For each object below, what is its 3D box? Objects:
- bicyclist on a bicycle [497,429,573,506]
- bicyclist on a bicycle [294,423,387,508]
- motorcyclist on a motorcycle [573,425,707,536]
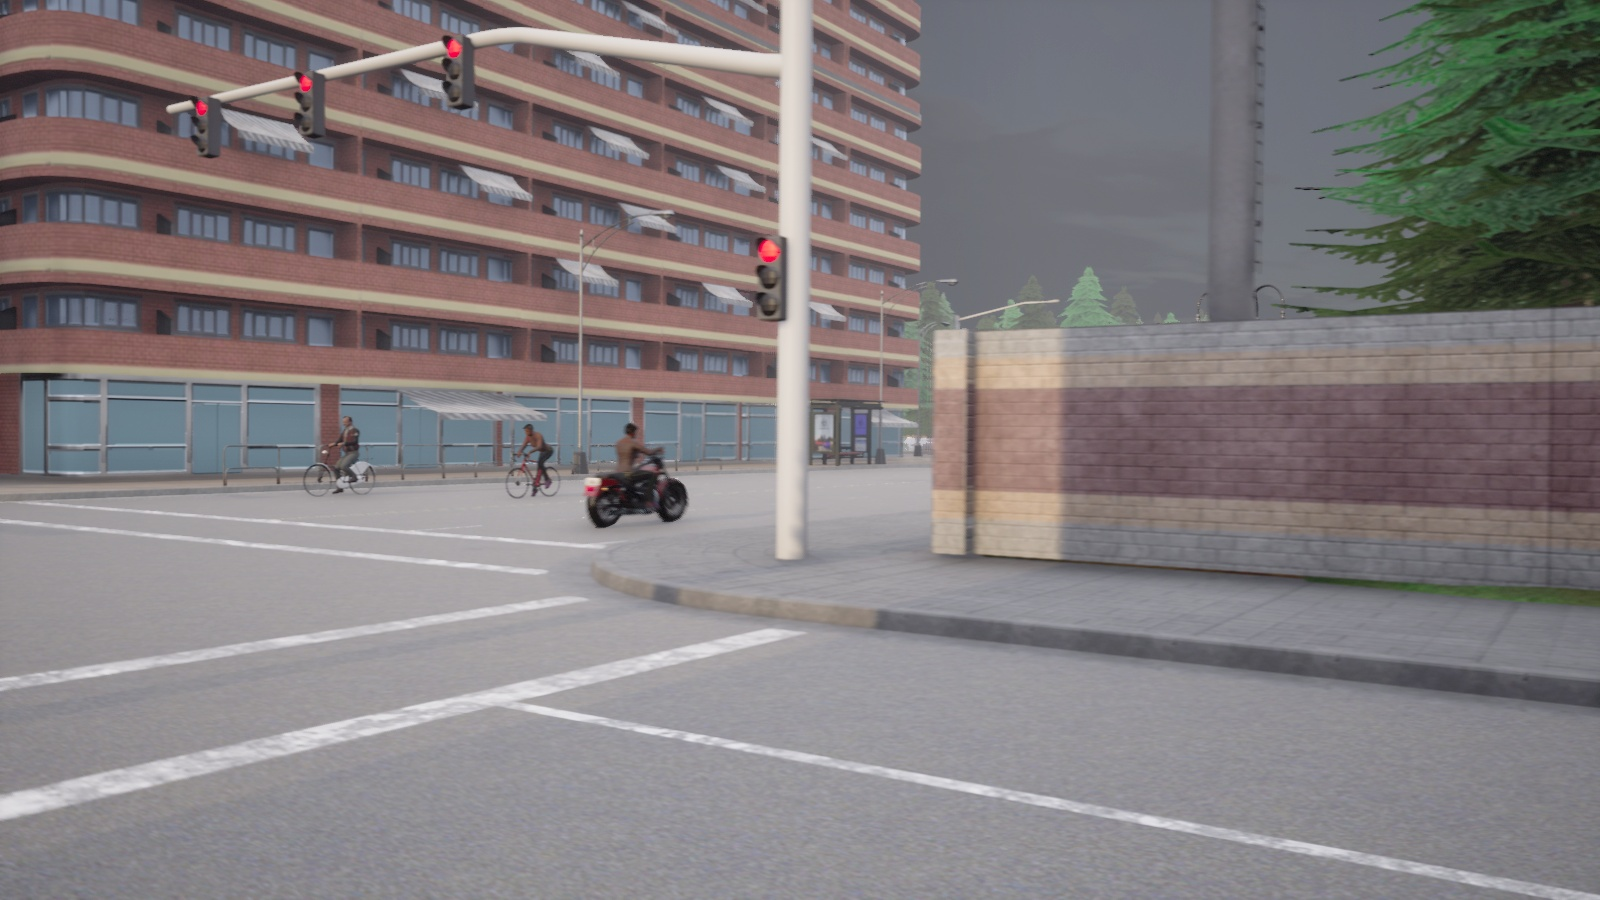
[{"bbox_3d":[-5.783,0.360,27.479,0.582,1.620,1.656,0,1,33],"label":"bicyclist on a bicycle"},{"bbox_3d":[-10.012,0.317,27.414,0.659,1.776,1.843,0,1,33],"label":"bicyclist on a bicycle"},{"bbox_3d":[-2.475,0.433,19.785,0.766,1.649,2.350,0,1,32],"label":"motorcyclist on a motorcycle"}]
